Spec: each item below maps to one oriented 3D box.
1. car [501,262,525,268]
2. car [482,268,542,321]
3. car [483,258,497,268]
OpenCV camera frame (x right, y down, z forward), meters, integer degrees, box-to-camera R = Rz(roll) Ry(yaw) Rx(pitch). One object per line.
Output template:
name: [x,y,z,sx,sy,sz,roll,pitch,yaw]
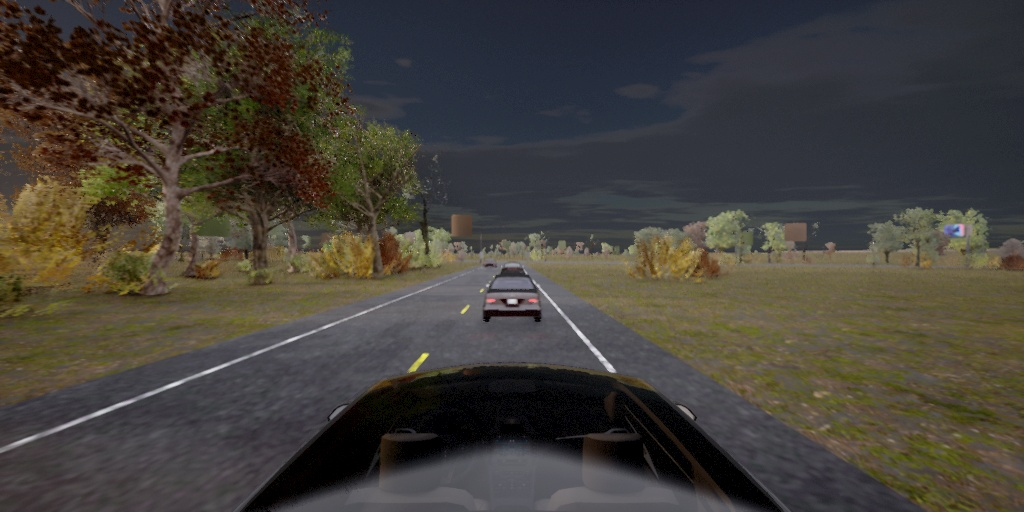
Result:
car: [0.050,1.242,30.789,1.882,1.535,5.008,0,0,0]
car: [0.024,1.305,12.433,2.033,1.411,5.357,0,0,1]
car: [-3.572,1.120,59.065,2.097,1.767,4.553,0,0,0]
